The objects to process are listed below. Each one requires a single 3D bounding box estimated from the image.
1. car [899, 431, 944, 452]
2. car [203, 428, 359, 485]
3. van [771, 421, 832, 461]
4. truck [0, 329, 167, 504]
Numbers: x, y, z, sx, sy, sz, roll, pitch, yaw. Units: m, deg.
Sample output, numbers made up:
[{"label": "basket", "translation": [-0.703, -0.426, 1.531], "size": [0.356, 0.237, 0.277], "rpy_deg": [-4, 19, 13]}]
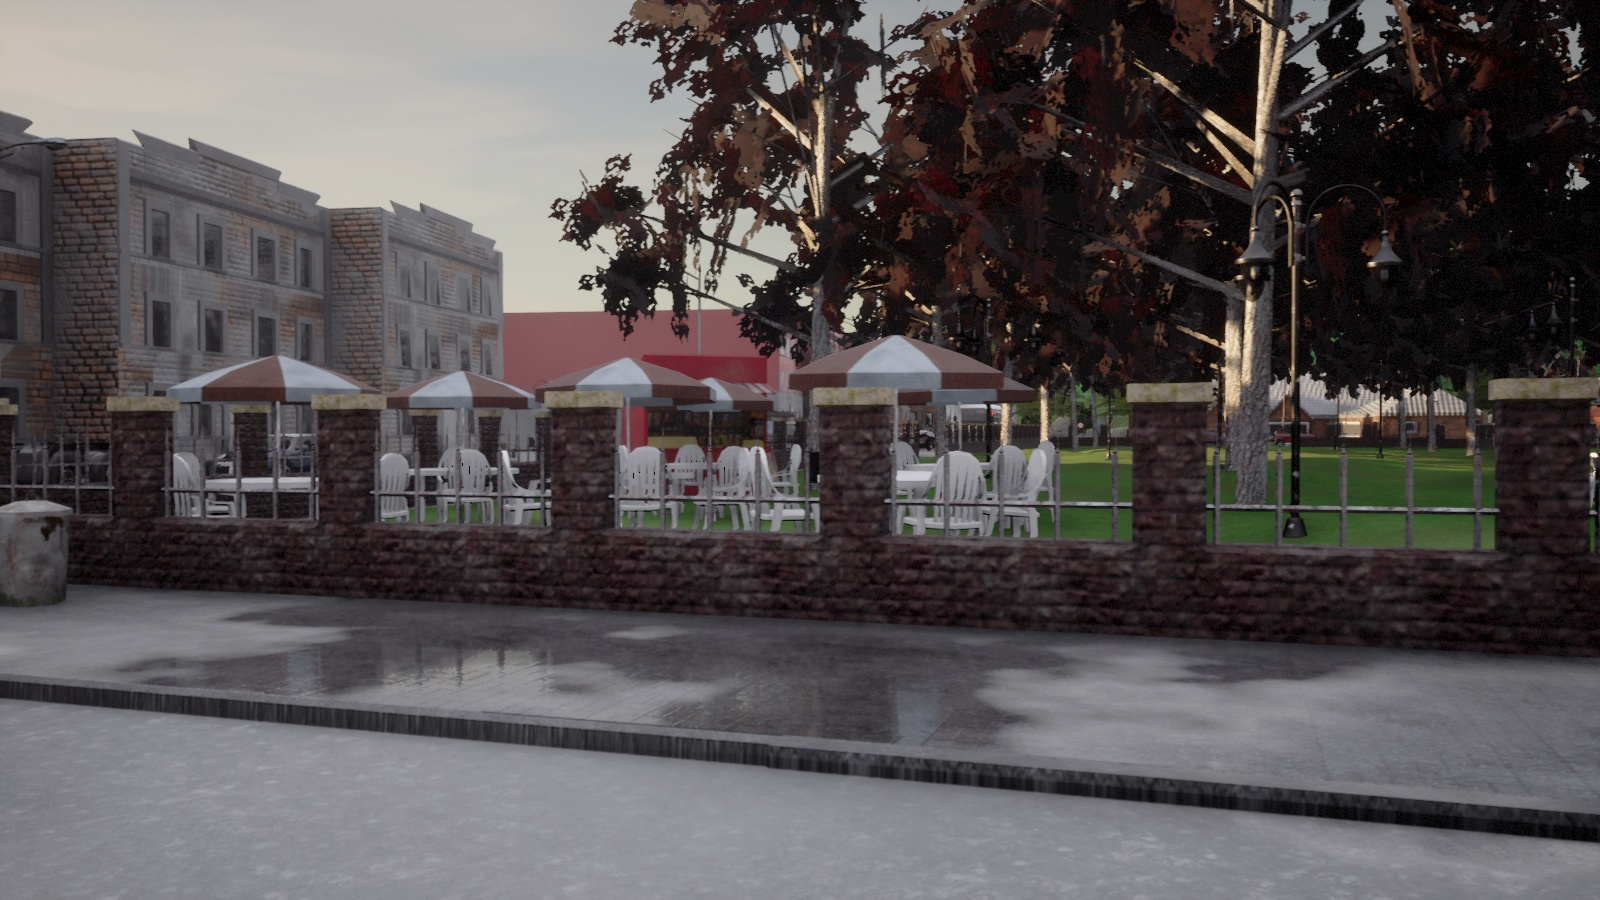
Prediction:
[{"label": "car", "translation": [8.759, -0.626, 90.191], "size": [2.163, 1.488, 4.792], "rpy_deg": [1, 1, 19]}, {"label": "car", "translation": [-14.188, 0.136, 34.561], "size": [1.970, 1.475, 3.806], "rpy_deg": [1, 1, 19]}, {"label": "van", "translation": [0.119, -0.495, 64.570], "size": [1.775, 1.987, 4.442], "rpy_deg": [1, 1, 19]}, {"label": "truck", "translation": [-17.196, -0.678, 25.568], "size": [2.891, 3.462, 7.936], "rpy_deg": [1, 1, 19]}]
